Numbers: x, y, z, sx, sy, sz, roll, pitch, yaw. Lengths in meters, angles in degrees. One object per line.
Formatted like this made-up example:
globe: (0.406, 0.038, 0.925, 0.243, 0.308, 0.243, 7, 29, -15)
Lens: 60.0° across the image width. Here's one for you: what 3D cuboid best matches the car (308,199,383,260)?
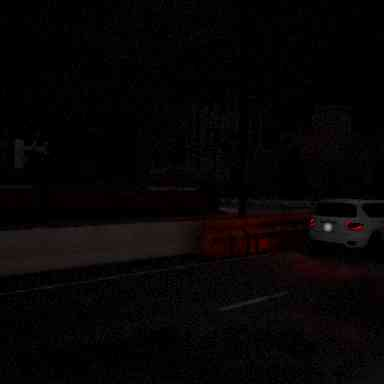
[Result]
car: (6.933, 1.294, 13.050, 5.566, 2.045, 2.150, 0, 0, -34)
